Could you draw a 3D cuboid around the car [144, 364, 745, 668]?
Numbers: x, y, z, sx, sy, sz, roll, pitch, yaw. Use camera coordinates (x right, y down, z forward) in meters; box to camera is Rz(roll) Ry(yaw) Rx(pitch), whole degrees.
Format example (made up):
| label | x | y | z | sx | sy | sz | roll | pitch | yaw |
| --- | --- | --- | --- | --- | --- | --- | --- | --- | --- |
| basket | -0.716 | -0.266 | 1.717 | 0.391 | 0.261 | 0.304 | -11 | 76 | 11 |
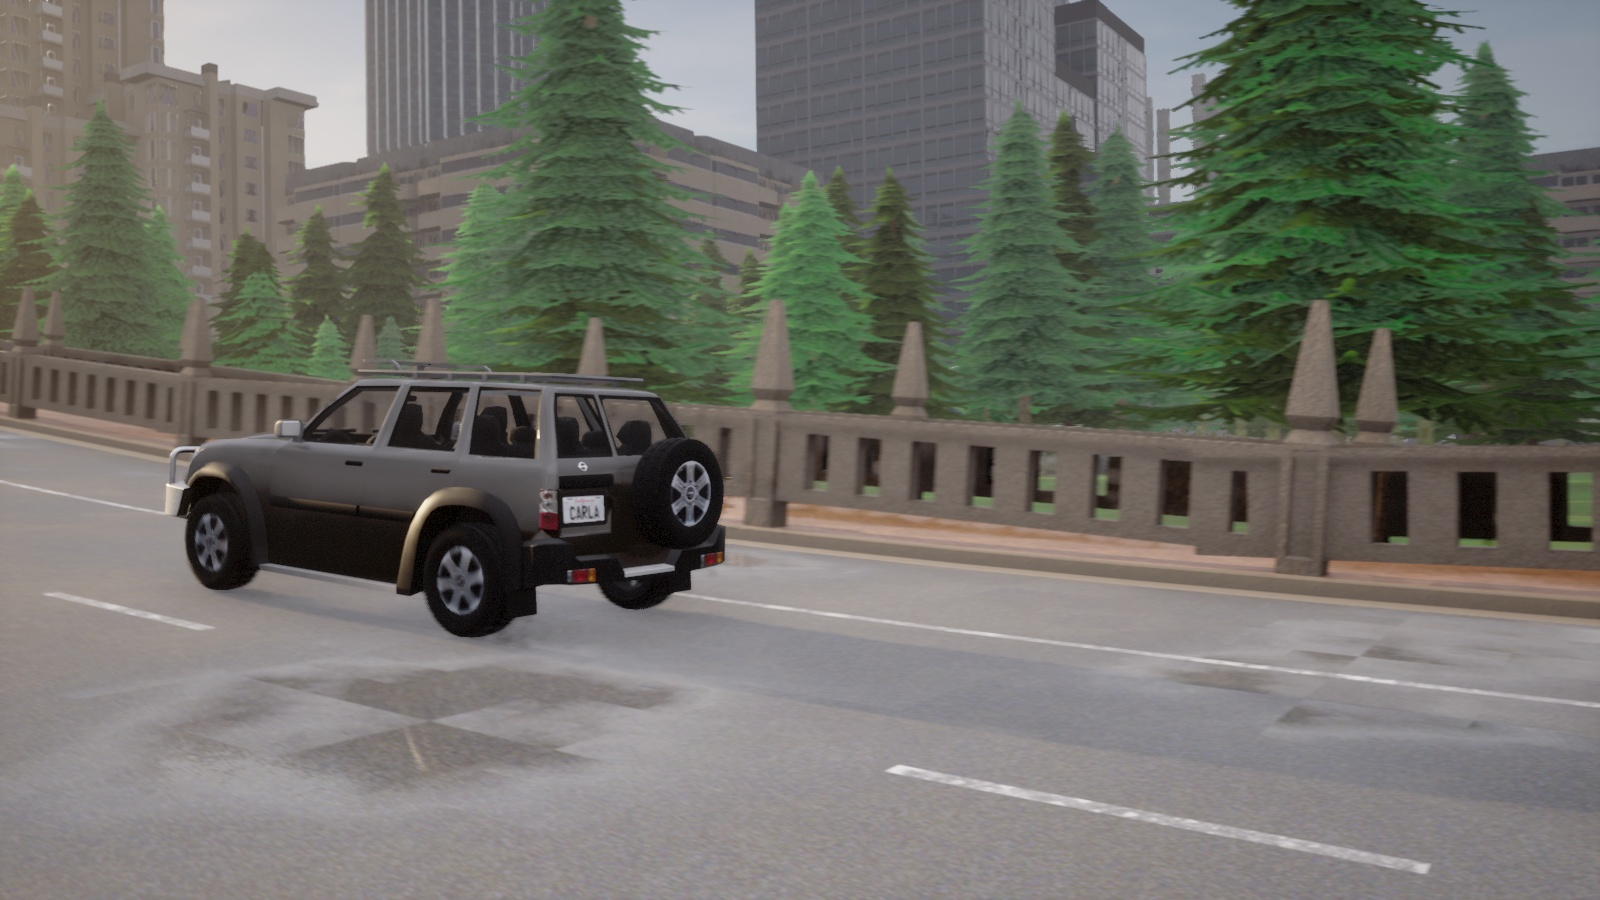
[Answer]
| label | x | y | z | sx | sy | sz | roll | pitch | yaw |
| --- | --- | --- | --- | --- | --- | --- | --- | --- | --- |
| car | -2.874 | 0.313 | 9.731 | 4.605 | 1.855 | 1.932 | 2 | 2 | 34 |
